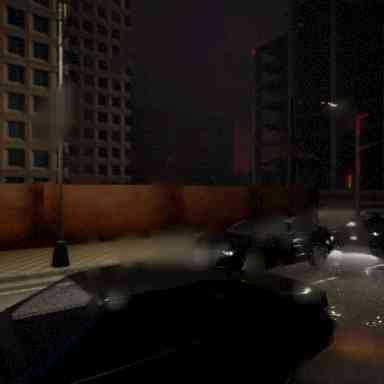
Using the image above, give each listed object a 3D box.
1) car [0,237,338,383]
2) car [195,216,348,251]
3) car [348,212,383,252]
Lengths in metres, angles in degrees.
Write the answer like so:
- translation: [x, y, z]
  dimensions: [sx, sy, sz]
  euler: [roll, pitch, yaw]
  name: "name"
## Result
- translation: [-0.660, 1.545, 3.507]
  dimensions: [5.357, 1.411, 2.033]
  euler: [0, 0, -35]
  name: "car"
- translation: [2.164, 1.480, 9.799]
  dimensions: [4.902, 1.511, 2.128]
  euler: [0, 0, -35]
  name: "car"
- translation: [7.701, 1.540, 13.663]
  dimensions: [4.181, 1.385, 1.994]
  euler: [0, 0, -36]
  name: "car"
